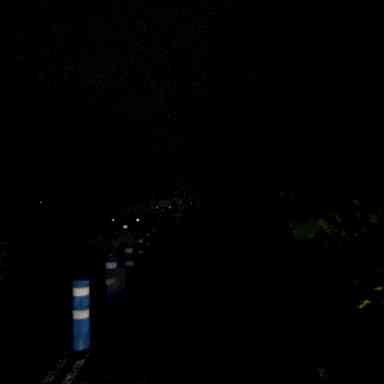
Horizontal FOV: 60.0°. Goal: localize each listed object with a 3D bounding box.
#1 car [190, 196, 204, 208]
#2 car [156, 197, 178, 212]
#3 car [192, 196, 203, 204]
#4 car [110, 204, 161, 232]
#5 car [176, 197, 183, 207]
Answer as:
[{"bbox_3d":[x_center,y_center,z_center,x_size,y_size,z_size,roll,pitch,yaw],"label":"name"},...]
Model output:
[{"bbox_3d":[0.812,1.571,49.269,1.837,1.490,4.892,0,0,1],"label":"car"},{"bbox_3d":[-2.920,1.595,36.535,1.812,1.442,4.674,0,0,1],"label":"car"},{"bbox_3d":[1.100,1.559,66.766,1.994,1.385,4.181,0,1,1],"label":"car"},{"bbox_3d":[-3.540,1.665,21.012,1.895,1.301,4.718,0,0,6],"label":"car"},{"bbox_3d":[-2.497,1.589,53.371,1.812,1.442,4.674,0,0,2],"label":"car"}]
